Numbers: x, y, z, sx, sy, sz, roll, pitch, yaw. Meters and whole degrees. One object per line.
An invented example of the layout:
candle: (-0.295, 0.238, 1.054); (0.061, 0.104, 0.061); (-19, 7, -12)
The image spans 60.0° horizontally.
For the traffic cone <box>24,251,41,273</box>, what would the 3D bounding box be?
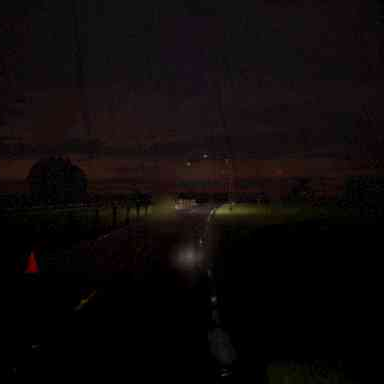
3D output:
traffic cone: (-4.690, 2.039, 9.779); (0.340, 0.580, 0.340); (0, -1, 1)
